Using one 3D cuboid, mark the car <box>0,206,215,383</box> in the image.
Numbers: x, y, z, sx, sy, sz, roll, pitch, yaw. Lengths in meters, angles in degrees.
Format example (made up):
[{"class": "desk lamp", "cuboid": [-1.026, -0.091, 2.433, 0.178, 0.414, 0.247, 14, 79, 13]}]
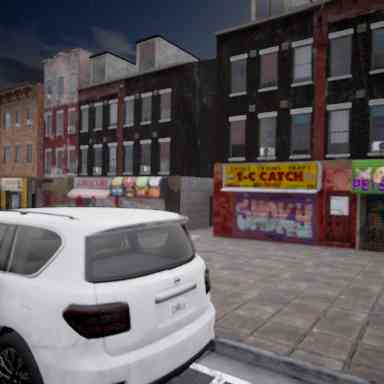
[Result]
[{"class": "car", "cuboid": [-2.331, 1.232, 4.864, 5.566, 2.045, 2.150, 0, 0, 35]}]
